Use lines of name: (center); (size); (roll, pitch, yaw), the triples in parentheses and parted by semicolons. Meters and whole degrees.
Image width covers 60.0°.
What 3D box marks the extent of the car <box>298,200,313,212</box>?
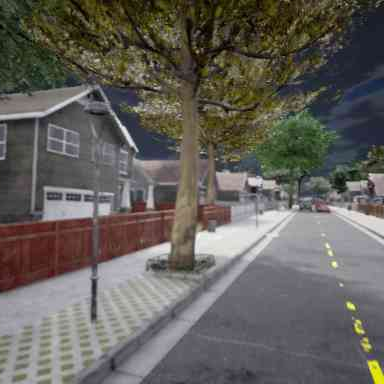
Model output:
car: (20.518, 2.471, 60.084); (2.150, 2.045, 5.566); (1, -1, 20)

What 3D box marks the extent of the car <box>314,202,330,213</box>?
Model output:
car: (21.992, 2.767, 55.638); (1.994, 1.385, 4.181); (1, -1, 20)

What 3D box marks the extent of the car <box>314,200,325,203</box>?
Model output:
car: (26.560, 2.714, 68.914); (2.150, 2.045, 5.566); (1, -1, 19)
